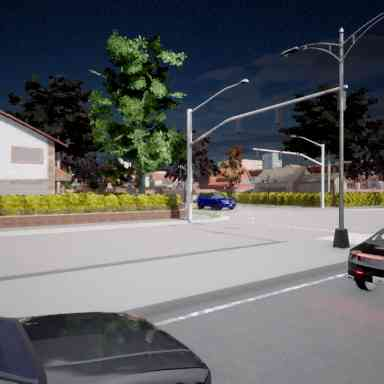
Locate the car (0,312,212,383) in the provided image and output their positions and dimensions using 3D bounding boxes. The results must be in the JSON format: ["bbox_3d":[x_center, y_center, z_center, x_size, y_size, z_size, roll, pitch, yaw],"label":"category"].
[{"bbox_3d":[-2.361,1.543,2.060,5.357,1.411,2.033,0,0,-36],"label":"car"}]

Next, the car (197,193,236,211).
[{"bbox_3d":[2.814,1.124,39.839,2.150,2.045,5.566,0,0,-36],"label":"car"}]

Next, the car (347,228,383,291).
[{"bbox_3d":[5.573,1.474,7.720,4.902,1.511,2.128,0,0,-35],"label":"car"}]

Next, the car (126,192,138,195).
[{"bbox_3d":[-9.626,1.076,57.098,2.150,2.045,5.566,0,0,-36],"label":"car"}]
